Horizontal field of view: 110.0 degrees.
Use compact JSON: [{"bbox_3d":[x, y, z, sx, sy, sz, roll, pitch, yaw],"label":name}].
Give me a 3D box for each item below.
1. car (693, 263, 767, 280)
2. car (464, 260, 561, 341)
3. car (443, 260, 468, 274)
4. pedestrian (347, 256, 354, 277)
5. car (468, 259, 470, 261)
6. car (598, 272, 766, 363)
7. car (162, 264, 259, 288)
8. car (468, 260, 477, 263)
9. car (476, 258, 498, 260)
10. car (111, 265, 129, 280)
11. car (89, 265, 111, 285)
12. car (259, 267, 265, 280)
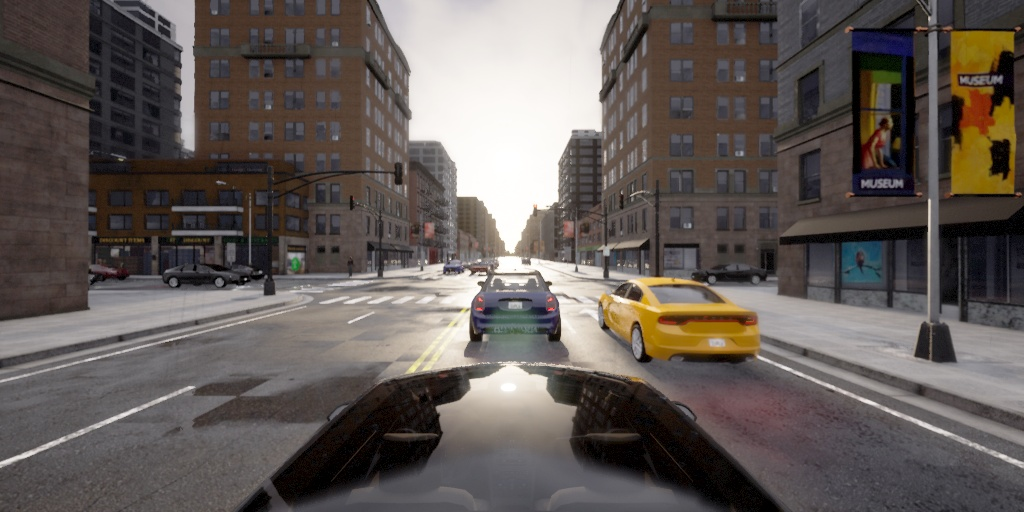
[{"bbox_3d":[15.844,1.267,26.327,5.008,1.535,1.882,0,0,1],"label":"car"},{"bbox_3d":[0.077,1.102,9.977,2.097,1.767,4.553,0,0,0],"label":"car"},{"bbox_3d":[-6.657,1.226,41.261,1.882,1.535,5.008,0,0,0],"label":"car"},{"bbox_3d":[-14.188,0.920,31.491,0.375,1.860,0.375,0,0,0],"label":"pedestrian"},{"bbox_3d":[-6.661,1.309,50.256,1.994,1.385,4.181,0,0,1],"label":"car"},{"bbox_3d":[3.315,1.228,8.176,1.882,1.535,5.008,0,0,1],"label":"car"},{"bbox_3d":[-19.617,1.248,23.148,4.892,1.490,1.837,0,0,0],"label":"car"},{"bbox_3d":[-3.408,1.349,39.287,1.895,1.301,4.718,0,0,0],"label":"car"},{"bbox_3d":[-3.419,1.098,48.194,2.097,1.767,4.553,0,0,0],"label":"car"},{"bbox_3d":[-33.189,1.344,28.681,4.207,1.307,1.802,0,0,0],"label":"car"},{"bbox_3d":[-29.758,1.231,23.185,4.902,1.511,2.128,0,0,0],"label":"car"},{"bbox_3d":[-22.167,1.330,28.642,4.313,1.339,1.948,0,0,0],"label":"car"}]
